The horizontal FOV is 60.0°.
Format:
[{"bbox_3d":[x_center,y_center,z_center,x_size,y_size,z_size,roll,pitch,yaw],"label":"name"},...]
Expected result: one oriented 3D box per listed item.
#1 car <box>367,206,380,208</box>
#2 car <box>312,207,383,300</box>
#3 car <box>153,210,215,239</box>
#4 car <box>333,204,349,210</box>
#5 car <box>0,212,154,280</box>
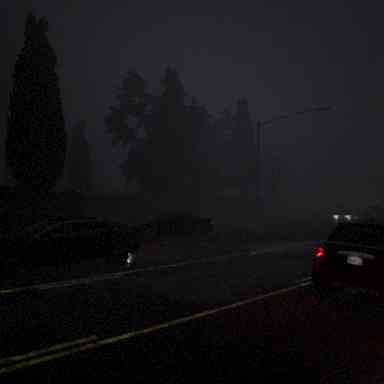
[{"bbox_3d":[21.084,2.305,38.532,1.812,1.442,4.674,0,-1,28],"label":"car"},{"bbox_3d":[4.837,1.401,7.910,4.553,1.767,2.097,1,-1,-40],"label":"car"},{"bbox_3d":[-1.230,1.610,16.663,5.357,1.411,2.033,1,-1,-41],"label":"car"},{"bbox_3d":[20.824,2.480,46.453,1.812,1.442,4.674,0,-1,19],"label":"car"},{"bbox_3d":[-3.888,1.496,10.053,4.902,1.511,2.128,0,0,-38],"label":"car"}]
